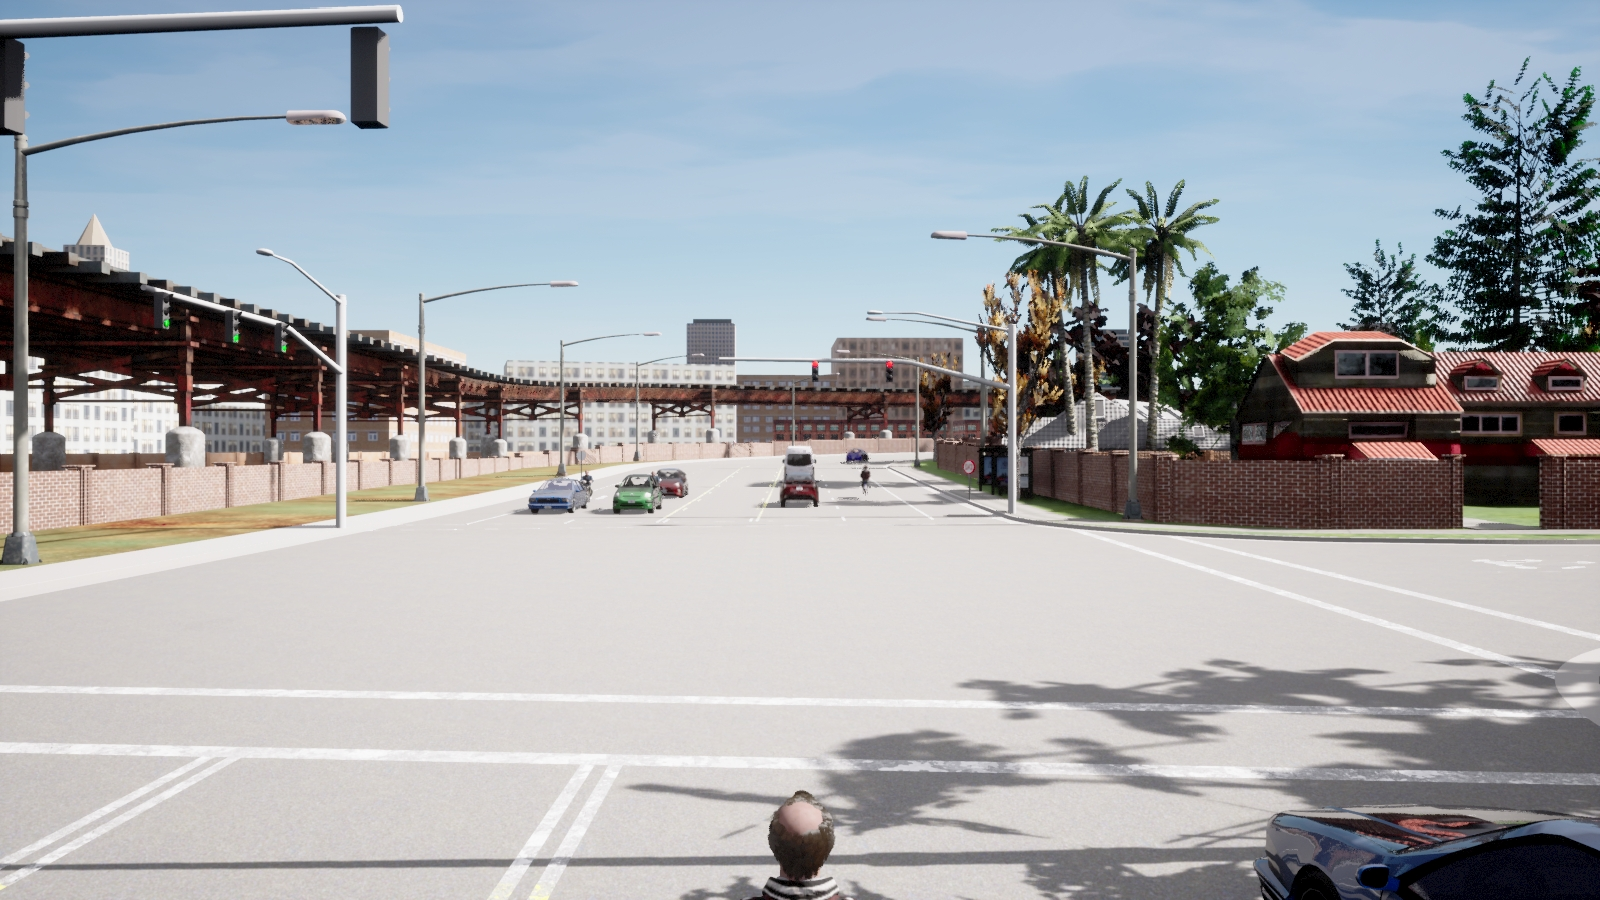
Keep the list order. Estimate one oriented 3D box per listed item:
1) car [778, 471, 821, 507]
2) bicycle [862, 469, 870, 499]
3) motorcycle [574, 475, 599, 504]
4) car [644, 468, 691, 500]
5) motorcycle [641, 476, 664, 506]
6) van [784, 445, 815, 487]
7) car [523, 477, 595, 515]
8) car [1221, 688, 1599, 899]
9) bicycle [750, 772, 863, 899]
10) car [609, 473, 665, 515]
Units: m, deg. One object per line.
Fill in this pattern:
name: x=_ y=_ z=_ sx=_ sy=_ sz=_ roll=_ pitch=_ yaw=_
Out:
car: x=-0.032 y=1.856 z=54.932 sx=2.007 sy=1.525 sz=4.514 roll=0 pitch=1 yaw=0
bicycle: x=3.478 y=1.800 z=60.545 sx=0.329 sy=1.496 sz=1.835 roll=0 pitch=1 yaw=0
motorcycle: x=-10.476 y=1.934 z=56.002 sx=0.856 sy=1.341 sz=1.805 roll=0 pitch=1 yaw=1
car: x=-7.041 y=1.780 z=61.279 sx=2.007 sy=1.525 sz=4.514 roll=0 pitch=1 yaw=0
motorcycle: x=-7.053 y=1.947 z=54.746 sx=0.856 sy=1.341 sz=1.805 roll=0 pitch=1 yaw=0
van: x=-0.038 y=1.010 z=76.460 sx=1.988 sy=2.561 sz=5.915 roll=0 pitch=1 yaw=0
car: x=-10.533 y=1.979 z=50.381 sx=2.033 sy=1.411 sz=5.357 roll=0 pitch=1 yaw=0
car: x=3.467 y=2.106 z=4.038 sx=2.033 sy=1.411 sz=5.357 roll=0 pitch=0 yaw=1
bicycle: x=0.019 y=2.048 z=3.681 sx=0.329 sy=1.496 sz=1.835 roll=0 pitch=0 yaw=0
car: x=-7.031 y=1.877 z=49.699 sx=1.851 sy=1.617 sz=3.988 roll=0 pitch=1 yaw=0
